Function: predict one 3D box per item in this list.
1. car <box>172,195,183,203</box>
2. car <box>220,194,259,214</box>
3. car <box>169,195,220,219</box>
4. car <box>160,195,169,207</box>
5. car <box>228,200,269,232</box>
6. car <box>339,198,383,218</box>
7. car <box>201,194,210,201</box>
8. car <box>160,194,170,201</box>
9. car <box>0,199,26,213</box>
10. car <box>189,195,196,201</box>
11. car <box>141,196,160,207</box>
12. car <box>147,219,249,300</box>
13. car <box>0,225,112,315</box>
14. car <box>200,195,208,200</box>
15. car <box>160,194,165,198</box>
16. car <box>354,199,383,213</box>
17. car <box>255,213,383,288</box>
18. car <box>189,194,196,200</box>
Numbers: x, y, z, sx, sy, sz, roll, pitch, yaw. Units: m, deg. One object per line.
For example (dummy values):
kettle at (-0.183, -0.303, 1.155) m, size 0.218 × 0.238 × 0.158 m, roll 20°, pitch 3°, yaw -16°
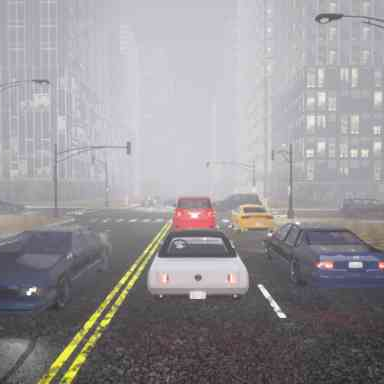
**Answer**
car at (-3.175, 1.456, 71.497) m, size 2.128 × 1.511 × 4.902 m, roll 0°, pitch 0°, yaw 0°
car at (4.600, 1.248, 35.412) m, size 5.566 × 2.045 × 2.150 m, roll 1°, pitch 0°, yaw -17°
car at (0.119, 1.210, 18.059) m, size 2.150 × 2.045 × 5.566 m, roll 0°, pitch 0°, yaw 0°
car at (-3.285, 1.522, 51.149) m, size 1.994 × 1.385 × 4.181 m, roll 0°, pitch 0°, yaw 0°
car at (3.374, 1.465, 19.146) m, size 1.882 × 1.535 × 5.008 m, roll 0°, pitch 0°, yaw 1°
car at (16.234, 1.515, 30.731) m, size 5.009 × 1.841 × 2.192 m, roll 1°, pitch 0°, yaw 1°
car at (3.337, 1.393, 82.011) m, size 1.882 × 1.535 × 5.008 m, roll 0°, pitch 0°, yaw 0°
car at (-6.415, 1.272, 80.589) m, size 2.097 × 1.767 × 4.553 m, roll 0°, pitch 0°, yaw 0°
car at (-19.357, 1.403, 33.943) m, size 4.181 × 1.385 × 1.994 m, roll 1°, pitch 1°, yaw 1°
car at (0.087, 1.439, 82.154) m, size 1.812 × 1.442 × 4.674 m, roll 0°, pitch 0°, yaw 0°
car at (-6.541, 1.450, 50.715) m, size 2.128 × 1.511 × 4.902 m, roll 0°, pitch 0°, yaw 0°
car at (0.110, 1.596, 8.300) m, size 1.895 × 1.301 × 4.718 m, roll 0°, pitch 0°, yaw 0°
car at (-3.347, 1.543, 8.015) m, size 2.033 × 1.411 × 5.357 m, roll 0°, pitch 0°, yaw 0°
car at (3.349, 1.436, 92.370) m, size 2.033 × 1.411 × 5.357 m, roll 0°, pitch 0°, yaw 0°
car at (-6.490, 1.424, 60.389) m, size 1.882 × 1.535 × 5.008 m, roll 0°, pitch 0°, yaw -1°
car at (21.851, 1.637, 39.012) m, size 4.829 × 1.417 × 1.752 m, roll 1°, pitch 0°, yaw 1°
car at (3.364, 1.542, 9.327) m, size 2.033 × 1.411 × 5.357 m, roll 0°, pitch 0°, yaw 0°
car at (0.098, 1.422, 91.955) m, size 1.812 × 1.442 × 4.674 m, roll 0°, pitch 0°, yaw 0°
